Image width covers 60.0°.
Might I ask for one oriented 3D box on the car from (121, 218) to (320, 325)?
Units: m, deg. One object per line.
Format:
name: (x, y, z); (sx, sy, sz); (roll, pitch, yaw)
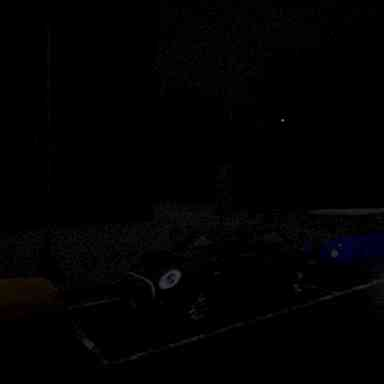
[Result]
car: (0.576, 1.464, 7.061); (4.097, 1.590, 1.967); (0, 0, -35)

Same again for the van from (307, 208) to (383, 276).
van: (5.004, 1.393, 10.219); (3.998, 1.788, 1.690); (0, 0, -35)

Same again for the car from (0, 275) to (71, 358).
car: (-3.989, 1.520, 3.805); (4.829, 1.417, 1.752); (0, 0, -35)
